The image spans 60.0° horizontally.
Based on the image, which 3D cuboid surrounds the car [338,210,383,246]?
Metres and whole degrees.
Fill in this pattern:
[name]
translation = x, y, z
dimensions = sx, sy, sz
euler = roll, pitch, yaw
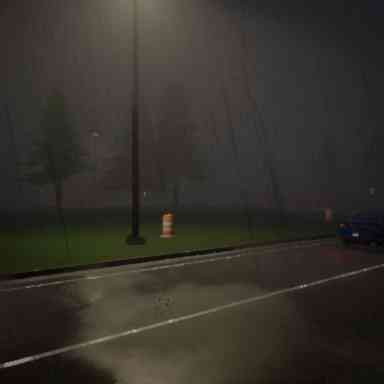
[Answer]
[car]
translation = 8.248, 1.482, 14.096
dimensions = 5.008, 1.535, 1.882
euler = 0, 0, -35
